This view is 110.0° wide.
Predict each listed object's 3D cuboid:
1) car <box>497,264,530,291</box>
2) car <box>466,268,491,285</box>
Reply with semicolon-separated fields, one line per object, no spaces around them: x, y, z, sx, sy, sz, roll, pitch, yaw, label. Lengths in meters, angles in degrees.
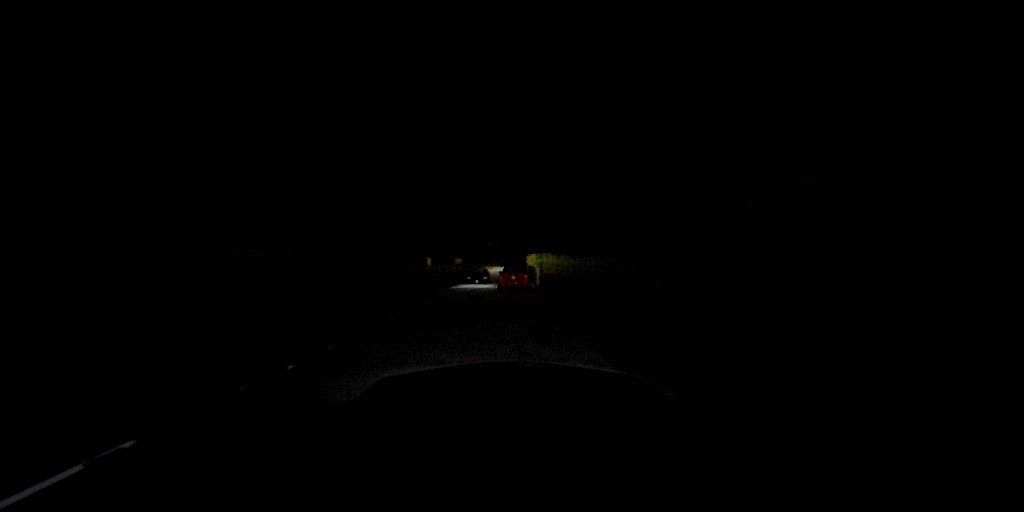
0.099;1.428;25.087;2.097;1.767;4.553;0;-1;0;car
-2.848;1.728;31.806;2.033;1.411;5.357;0;-1;0;car
